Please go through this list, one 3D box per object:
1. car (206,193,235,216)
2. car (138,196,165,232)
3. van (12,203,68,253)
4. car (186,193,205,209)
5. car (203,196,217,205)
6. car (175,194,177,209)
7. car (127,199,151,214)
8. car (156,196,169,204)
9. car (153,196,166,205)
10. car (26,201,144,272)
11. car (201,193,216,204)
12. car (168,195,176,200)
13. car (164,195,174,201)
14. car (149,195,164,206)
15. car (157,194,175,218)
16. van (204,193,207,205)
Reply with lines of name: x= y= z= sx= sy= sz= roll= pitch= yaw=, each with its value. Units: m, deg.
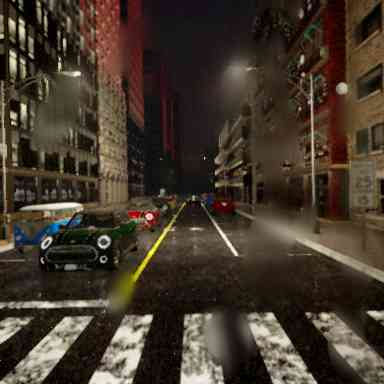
car: x=2.744 y=1.138 z=30.281 sx=2.192 sy=1.841 sz=5.009 roll=-1 pitch=0 yaw=0
car: x=-3.059 y=1.327 z=19.701 sx=2.097 sy=1.767 sz=4.553 roll=-1 pitch=0 yaw=0
van: x=-5.678 y=1.389 z=13.650 sx=1.690 sy=1.788 sz=3.998 roll=-1 pitch=0 yaw=0
car: x=0.195 y=1.328 z=43.233 sx=2.128 sy=1.511 sz=4.902 roll=-1 pitch=0 yaw=0
car: x=2.809 y=1.307 z=52.484 sx=2.008 sy=1.369 sz=4.403 roll=-1 pitch=0 yaw=0
car: x=-2.914 y=1.387 z=40.037 sx=1.882 sy=1.535 sz=5.008 roll=-1 pitch=0 yaw=0
car: x=-5.616 y=1.504 z=35.684 sx=1.752 sy=1.417 sz=4.829 roll=-1 pitch=0 yaw=0
car: x=-5.541 y=1.447 z=63.609 sx=2.008 sy=1.369 sz=4.403 roll=-1 pitch=0 yaw=0
car: x=-5.557 y=1.438 z=57.887 sx=1.752 sy=1.417 sz=4.829 roll=-1 pitch=0 yaw=0
car: x=-3.124 y=1.357 z=10.912 sx=2.097 sy=1.767 sz=4.553 roll=-1 pitch=0 yaw=1
car: x=2.818 y=1.055 z=58.035 sx=2.192 sy=1.841 sz=5.009 roll=-1 pitch=0 yaw=0
car: x=-5.466 y=1.406 z=91.363 sx=1.802 sy=1.307 sz=4.206 roll=-1 pitch=0 yaw=0
car: x=-5.496 y=1.403 z=80.261 sx=2.008 sy=1.369 sz=4.403 roll=-1 pitch=0 yaw=0
car: x=-5.573 y=1.368 z=52.506 sx=1.967 sy=1.590 sz=4.097 roll=-1 pitch=0 yaw=0
car: x=-2.995 y=1.295 z=29.593 sx=2.097 sy=1.767 sz=4.553 roll=-1 pitch=0 yaw=1
van: x=2.789 y=1.113 z=46.933 sx=1.690 sy=1.788 sz=3.998 roll=-1 pitch=0 yaw=0
